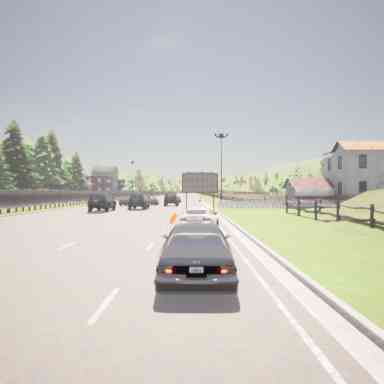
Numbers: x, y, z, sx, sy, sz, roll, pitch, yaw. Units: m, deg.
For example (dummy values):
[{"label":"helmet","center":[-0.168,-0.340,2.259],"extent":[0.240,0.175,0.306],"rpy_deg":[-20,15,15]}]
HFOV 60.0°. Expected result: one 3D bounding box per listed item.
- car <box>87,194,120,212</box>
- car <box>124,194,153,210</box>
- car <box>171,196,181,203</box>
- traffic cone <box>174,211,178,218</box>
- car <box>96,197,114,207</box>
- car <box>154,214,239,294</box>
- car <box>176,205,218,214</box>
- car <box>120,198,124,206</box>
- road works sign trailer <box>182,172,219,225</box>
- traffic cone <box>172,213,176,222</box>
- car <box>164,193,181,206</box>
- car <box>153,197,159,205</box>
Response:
[{"label":"car","center":[-10.334,1.214,38.425],"extent":[2.150,2.045,5.566],"rpy_deg":[0,-1,0]},{"label":"car","center":[-6.825,1.219,43.073],"extent":[2.150,2.045,5.566],"rpy_deg":[0,0,0]},{"label":"car","center":[-3.281,1.560,68.663],"extent":[1.994,1.385,4.181],"rpy_deg":[0,0,0]},{"label":"traffic cone","center":[-1.444,1.954,25.267],"extent":[0.340,0.580,0.340],"rpy_deg":[0,0,0]},{"label":"car","center":[-13.810,1.522,53.046],"extent":[1.812,1.442,4.674],"rpy_deg":[0,0,0]},{"label":"car","center":[0.113,1.547,8.910],"extent":[2.033,1.411,5.357],"rpy_deg":[0,0,1]},{"label":"car","center":[0.413,1.541,18.515],"extent":[1.812,1.442,4.674],"rpy_deg":[-1,-1,7]},{"label":"car","center":[-10.329,1.544,53.632],"extent":[2.033,1.411,5.357],"rpy_deg":[0,0,3]},{"label":"road works sign trailer","center":[0.528,0.463,22.127],"extent":[2.380,3.560,2.880],"rpy_deg":[0,0,-2]},{"label":"traffic cone","center":[-1.447,1.954,23.267],"extent":[0.340,0.580,0.340],"rpy_deg":[0,0,0]},{"label":"car","center":[-3.307,1.218,53.448],"extent":[2.150,2.045,5.566],"rpy_deg":[0,0,0]},{"label":"car","center":[-6.802,1.560,57.127],"extent":[1.994,1.385,4.181],"rpy_deg":[0,0,0]}]
